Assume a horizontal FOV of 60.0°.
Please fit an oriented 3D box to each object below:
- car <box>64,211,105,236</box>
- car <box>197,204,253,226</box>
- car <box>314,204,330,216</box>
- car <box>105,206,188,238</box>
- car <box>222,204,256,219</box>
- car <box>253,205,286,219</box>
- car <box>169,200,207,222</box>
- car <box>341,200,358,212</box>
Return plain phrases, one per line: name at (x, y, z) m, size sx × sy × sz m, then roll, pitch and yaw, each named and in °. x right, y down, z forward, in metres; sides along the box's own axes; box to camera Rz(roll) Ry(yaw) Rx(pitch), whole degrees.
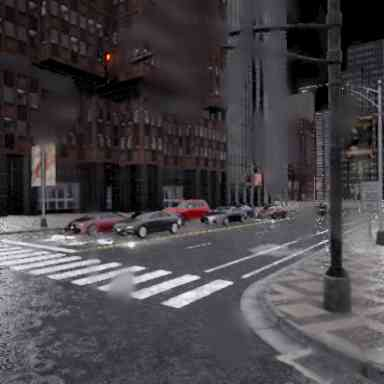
car at (-5.901, 1.932, 21.169) m, size 1.994 × 1.385 × 4.181 m, roll -1°, pitch -1°, yaw 36°
car at (2.883, 1.971, 27.998) m, size 2.128 × 1.511 × 4.902 m, roll -1°, pitch -1°, yaw 35°
car at (16.818, 2.197, 41.777) m, size 2.128 × 1.511 × 4.902 m, roll -1°, pitch -1°, yaw 35°
car at (-2.615, 1.859, 20.205) m, size 1.837 × 1.490 × 4.892 m, roll -1°, pitch -1°, yaw 35°
car at (5.368, 2.149, 37.158) m, size 1.812 × 1.442 × 4.674 m, roll -1°, pitch -1°, yaw 35°
car at (8.797, 2.139, 36.363) m, size 1.812 × 1.442 × 4.674 m, roll -1°, pitch -1°, yaw 35°
car at (-0.592, 1.709, 28.714) m, size 2.150 × 2.045 × 5.566 m, roll -1°, pitch -1°, yaw 35°
car at (26.045, 2.470, 54.838) m, size 2.033 × 1.411 × 5.357 m, roll -1°, pitch -1°, yaw 34°
